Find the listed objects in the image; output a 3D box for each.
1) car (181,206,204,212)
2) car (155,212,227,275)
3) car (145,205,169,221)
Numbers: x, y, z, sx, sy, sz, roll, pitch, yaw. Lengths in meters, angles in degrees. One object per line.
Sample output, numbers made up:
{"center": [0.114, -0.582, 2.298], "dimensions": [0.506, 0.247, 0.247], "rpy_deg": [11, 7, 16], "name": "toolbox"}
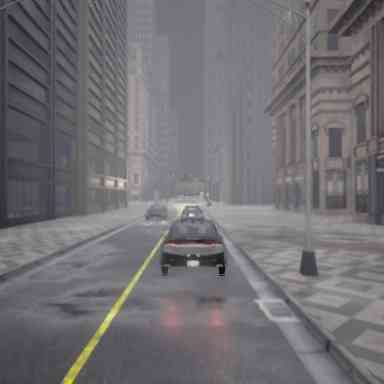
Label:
{"center": [0.012, 1.860, 28.082], "dimensions": [2.033, 1.411, 5.357], "rpy_deg": [0, -1, 0], "name": "car"}
{"center": [0.044, 1.615, 10.842], "dimensions": [2.128, 1.511, 4.902], "rpy_deg": [0, -1, 0], "name": "car"}
{"center": [-3.181, 1.895, 31.332], "dimensions": [2.033, 1.411, 5.357], "rpy_deg": [0, -1, 0], "name": "car"}
